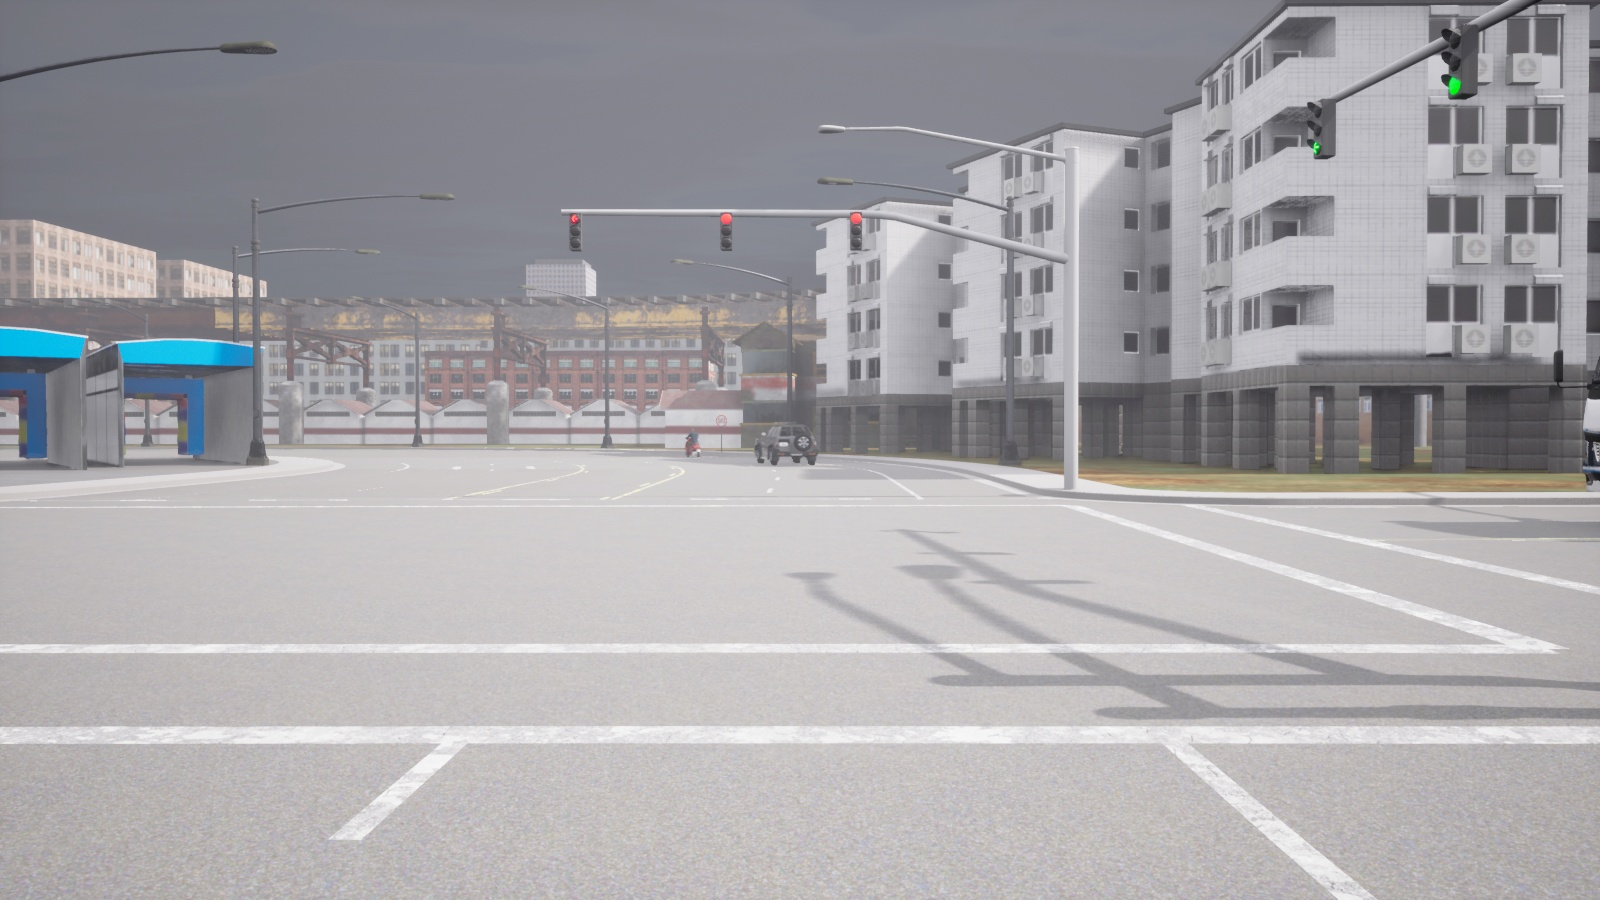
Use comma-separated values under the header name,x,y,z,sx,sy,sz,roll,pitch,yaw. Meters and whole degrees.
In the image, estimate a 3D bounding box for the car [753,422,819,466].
name,x,y,z,sx,sy,sz,roll,pitch,yaw
car,-0.660,-0.296,54.587,1.932,1.855,4.605,0,1,-13

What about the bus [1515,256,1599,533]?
name,x,y,z,sx,sy,sz,roll,pitch,yaw
bus,17.421,-0.860,19.572,10.273,4.253,3.944,0,1,-1

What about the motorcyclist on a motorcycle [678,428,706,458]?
name,x,y,z,sx,sy,sz,roll,pitch,yaw
motorcyclist on a motorcycle,-5.804,-0.389,67.377,0.866,1.590,1.817,-1,1,-29
